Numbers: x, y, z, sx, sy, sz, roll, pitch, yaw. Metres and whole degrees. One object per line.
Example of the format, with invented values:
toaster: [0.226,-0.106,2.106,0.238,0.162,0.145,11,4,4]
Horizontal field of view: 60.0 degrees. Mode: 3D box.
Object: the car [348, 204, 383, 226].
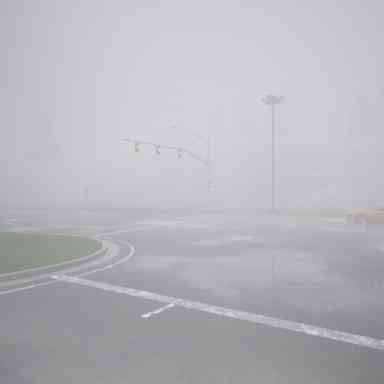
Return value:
car: [12.977,1.477,21.843,5.008,1.535,1.882,0,0,28]
